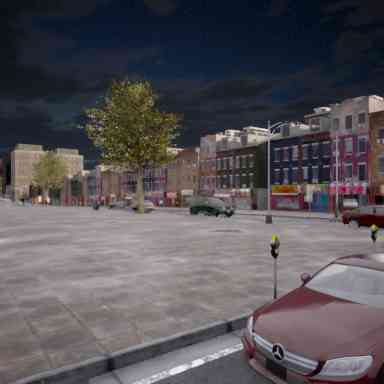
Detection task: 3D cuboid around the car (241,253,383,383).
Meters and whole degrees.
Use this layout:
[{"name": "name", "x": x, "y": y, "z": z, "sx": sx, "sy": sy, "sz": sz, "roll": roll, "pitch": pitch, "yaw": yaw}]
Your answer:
[{"name": "car", "x": 2.572, "y": 1.582, "z": 4.638, "sx": 4.206, "sy": 1.307, "sz": 1.802, "roll": 0, "pitch": 0, "yaw": -35}]

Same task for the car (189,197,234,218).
[{"name": "car", "x": 1.888, "y": 1.525, "z": 34.083, "sx": 2.150, "sy": 2.045, "sz": 5.566, "roll": 0, "pitch": 0, "yaw": -36}]

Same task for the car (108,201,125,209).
[{"name": "car", "x": -13.826, "y": 2.396, "z": 61.054, "sx": 2.128, "sy": 1.511, "sz": 4.902, "roll": 0, "pitch": -1, "yaw": -35}]

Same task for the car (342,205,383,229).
[{"name": "car", "x": 11.782, "y": 1.570, "z": 20.273, "sx": 1.882, "sy": 1.535, "sz": 5.008, "roll": 0, "pitch": -1, "yaw": -36}]

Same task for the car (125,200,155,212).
[{"name": "car", "x": -6.956, "y": 2.066, "z": 46.479, "sx": 2.128, "sy": 1.511, "sz": 4.902, "roll": 0, "pitch": -1, "yaw": -35}]

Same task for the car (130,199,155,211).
[{"name": "car", "x": -7.951, "y": 2.040, "z": 52.868, "sx": 2.097, "sy": 1.767, "sz": 4.553, "roll": 0, "pitch": -1, "yaw": -36}]
